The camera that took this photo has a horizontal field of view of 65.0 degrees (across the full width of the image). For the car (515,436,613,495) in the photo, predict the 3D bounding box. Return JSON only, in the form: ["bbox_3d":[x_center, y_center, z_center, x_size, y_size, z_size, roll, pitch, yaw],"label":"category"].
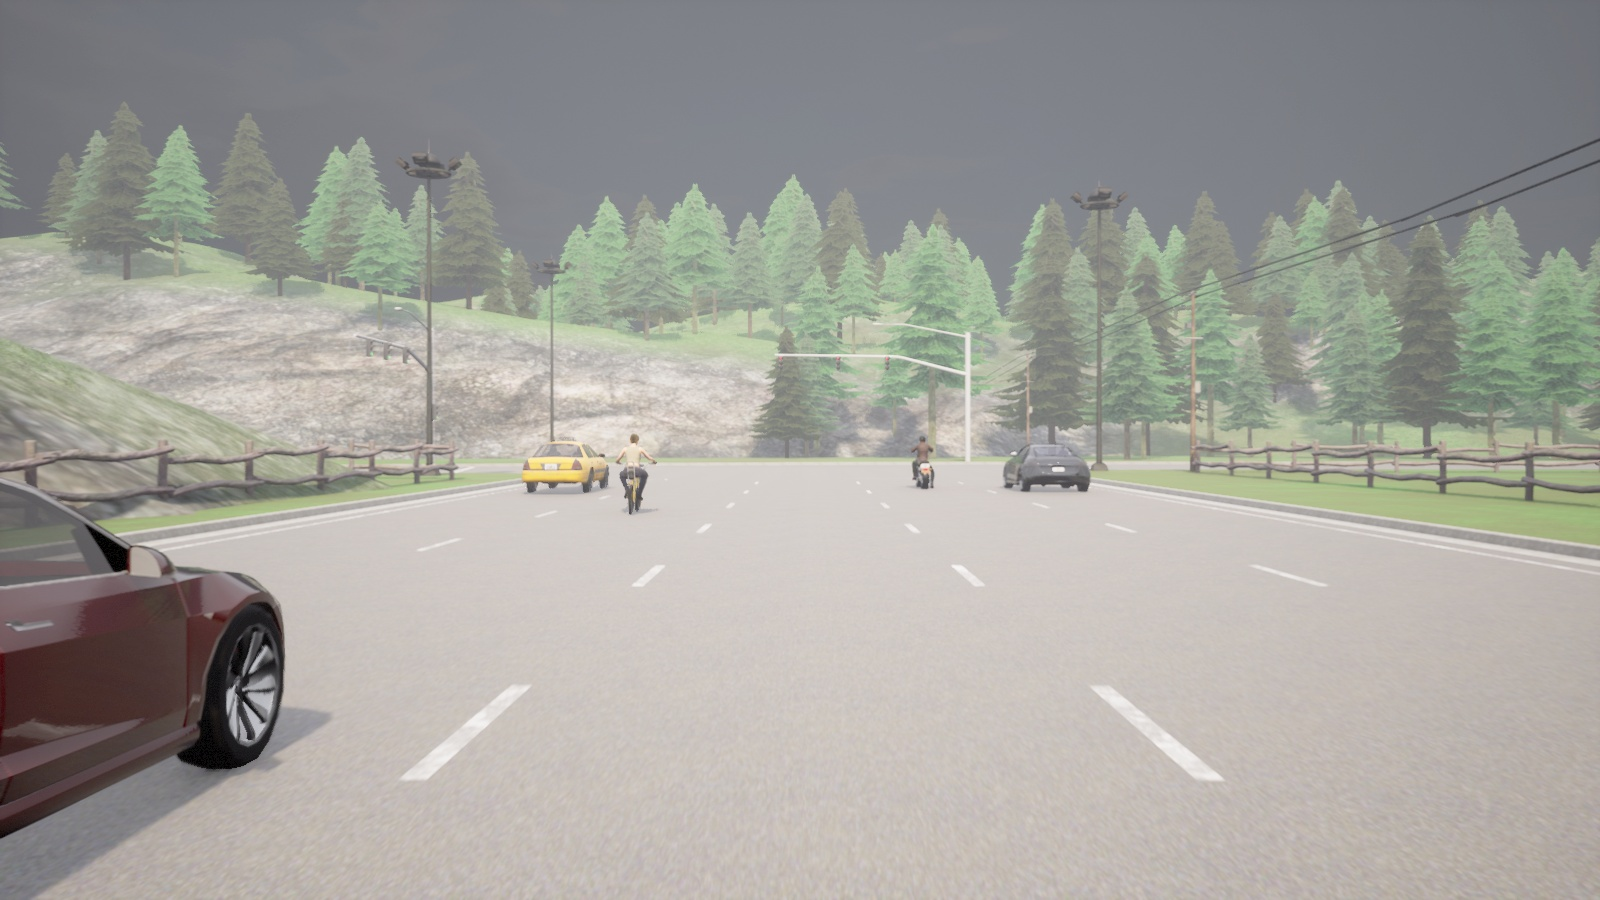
[{"bbox_3d":[-6.779,0.389,36.602,1.801,1.575,5.366,0,1,0],"label":"car"}]

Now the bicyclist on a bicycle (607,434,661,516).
[{"bbox_3d":[-3.346,0.477,25.421,0.866,1.612,1.509,0,0,1],"label":"bicyclist on a bicycle"}]

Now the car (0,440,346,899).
[{"bbox_3d":[-3.461,0.710,4.144,2.163,1.488,4.792,0,0,0],"label":"car"}]

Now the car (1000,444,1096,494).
[{"bbox_3d":[7.223,0.520,36.973,1.994,1.385,4.181,0,0,0],"label":"car"}]

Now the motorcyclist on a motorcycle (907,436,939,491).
[{"bbox_3d":[3.731,0.394,38.254,0.766,1.649,2.350,0,0,0],"label":"motorcyclist on a motorcycle"}]
